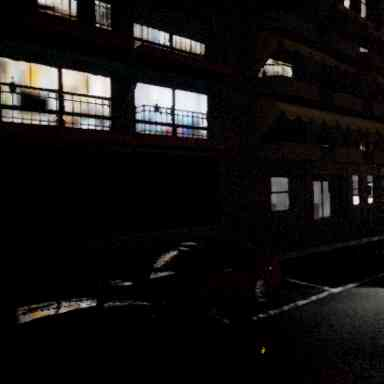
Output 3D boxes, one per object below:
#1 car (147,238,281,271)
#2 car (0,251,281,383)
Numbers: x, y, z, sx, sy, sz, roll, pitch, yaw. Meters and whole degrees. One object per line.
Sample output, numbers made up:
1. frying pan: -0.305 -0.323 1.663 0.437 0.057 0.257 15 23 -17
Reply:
1. car: 0.011 1.614 6.578 4.206 1.307 1.802 -1 -1 -36
2. car: -1.361 1.563 2.354 4.674 1.442 1.812 -1 0 -38
